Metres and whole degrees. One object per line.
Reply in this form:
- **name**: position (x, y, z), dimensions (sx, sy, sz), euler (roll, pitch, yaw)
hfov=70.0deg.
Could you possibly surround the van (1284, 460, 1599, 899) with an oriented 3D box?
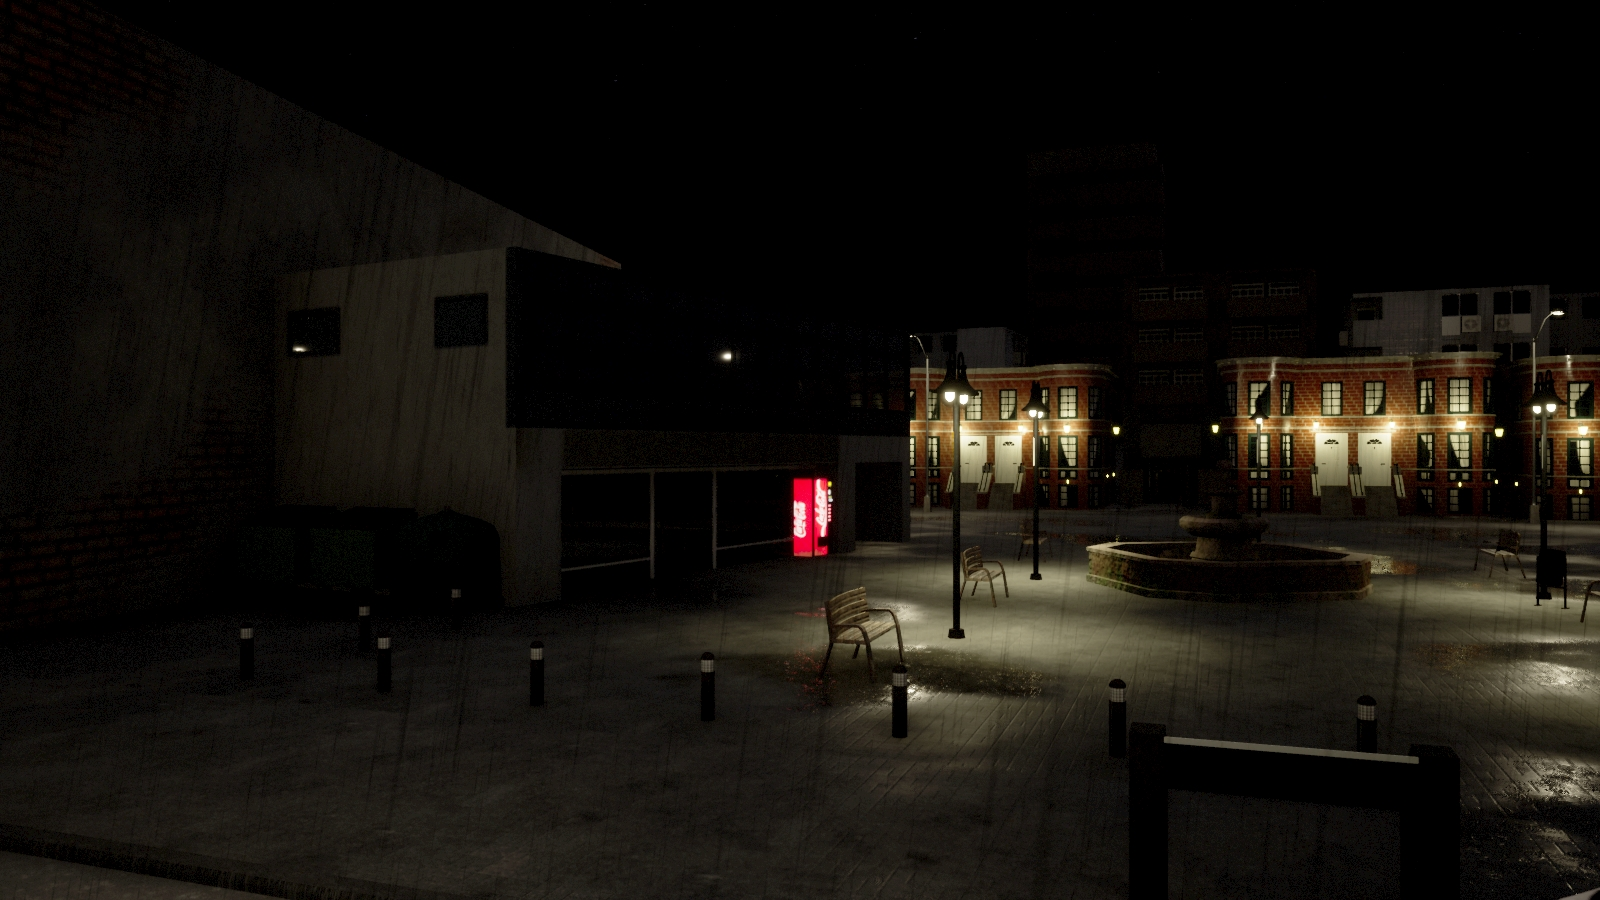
- **van**: position (4.242, 1.314, 2.303), dimensions (5.915, 2.561, 1.988), euler (0, 0, 20)
